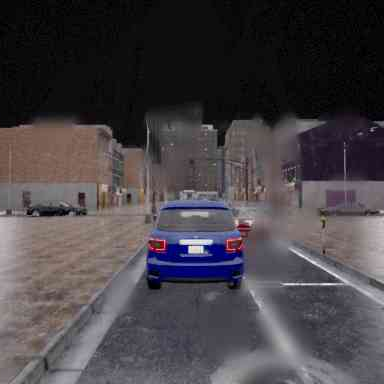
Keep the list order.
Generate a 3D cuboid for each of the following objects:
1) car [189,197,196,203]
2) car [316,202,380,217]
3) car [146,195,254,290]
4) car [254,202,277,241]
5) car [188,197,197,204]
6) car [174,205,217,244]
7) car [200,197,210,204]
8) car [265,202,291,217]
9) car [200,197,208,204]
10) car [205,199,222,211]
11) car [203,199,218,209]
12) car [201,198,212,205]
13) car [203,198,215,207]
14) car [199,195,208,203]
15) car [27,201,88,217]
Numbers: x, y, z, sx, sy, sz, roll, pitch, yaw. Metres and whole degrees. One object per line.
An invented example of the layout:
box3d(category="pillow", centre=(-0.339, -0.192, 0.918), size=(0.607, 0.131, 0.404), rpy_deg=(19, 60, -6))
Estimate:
box3d(category="car", centre=(0.112, 1.970, 84.401), size=(1.837, 1.490, 4.892), rpy_deg=(0, -1, 0))
box3d(category="car", centre=(14.755, 1.621, 31.607), size=(5.357, 1.411, 2.033), rpy_deg=(0, -2, 3))
box3d(category="car", centre=(0.053, 1.230, 9.226), size=(2.150, 2.045, 5.566), rpy_deg=(0, 0, -1))
box3d(category="car", centre=(2.682, 1.462, 16.829), size=(1.967, 1.590, 4.097), rpy_deg=(2, 0, 0))
box3d(category="car", centre=(0.100, 1.889, 74.252), size=(2.128, 1.511, 4.902), rpy_deg=(0, -1, 0))
box3d(category="car", centre=(0.118, 1.500, 17.015), size=(1.882, 1.535, 5.008), rpy_deg=(0, 0, -1))
box3d(category="car", centre=(2.749, 1.858, 70.932), size=(1.752, 1.417, 4.829), rpy_deg=(1, -1, 0))
box3d(category="car", centre=(6.373, 1.555, 28.749), size=(4.181, 1.385, 1.994), rpy_deg=(0, -2, 0))
box3d(category="car", centre=(2.756, 1.911, 76.369), size=(1.752, 1.417, 4.829), rpy_deg=(1, -1, 0))
box3d(category="car", centre=(2.712, 1.684, 43.576), size=(1.947, 1.339, 4.313), rpy_deg=(1, 0, 0))
box3d(category="car", centre=(2.719, 1.717, 49.012), size=(1.947, 1.339, 4.313), rpy_deg=(1, 0, 0))
box3d(category="car", centre=(2.740, 1.846, 65.324), size=(1.947, 1.339, 4.313), rpy_deg=(1, -1, 0))
box3d(category="car", centre=(2.728, 1.716, 54.619), size=(1.752, 1.417, 4.829), rpy_deg=(1, 0, 0))
box3d(category="car", centre=(2.767, 1.755, 81.640), size=(2.192, 1.841, 5.009), rpy_deg=(1, -1, 0))
box3d(category="car", centre=(-11.655, 1.502, 28.897), size=(5.008, 1.535, 1.882), rpy_deg=(0, -2, 1))
